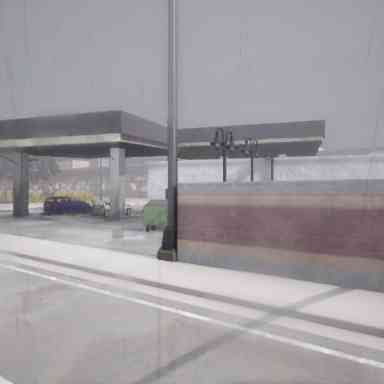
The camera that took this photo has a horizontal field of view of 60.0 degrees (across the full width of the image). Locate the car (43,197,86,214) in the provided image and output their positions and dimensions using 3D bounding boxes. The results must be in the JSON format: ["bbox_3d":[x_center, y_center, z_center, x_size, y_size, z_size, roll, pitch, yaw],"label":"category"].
[{"bbox_3d":[-12.351,1.293,33.281,2.242,1.667,4.611,0,0,37],"label":"car"}]

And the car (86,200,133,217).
[{"bbox_3d":[-7.276,1.453,30.483,1.970,1.475,3.806,0,0,37],"label":"car"}]
